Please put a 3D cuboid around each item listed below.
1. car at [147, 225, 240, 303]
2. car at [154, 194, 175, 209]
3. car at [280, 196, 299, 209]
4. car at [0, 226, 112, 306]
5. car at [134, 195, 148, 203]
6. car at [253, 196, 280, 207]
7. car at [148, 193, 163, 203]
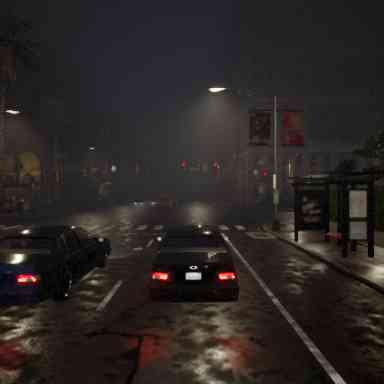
[{"bbox_3d":[0.023,1.546,8.435,2.033,1.411,5.357,0,0,0],"label":"car"},{"bbox_3d":[-3.734,1.472,46.080,1.882,1.535,5.008,0,0,0],"label":"car"},{"bbox_3d":[14.689,1.486,44.068,4.902,1.511,2.128,0,0,-1],"label":"car"},{"bbox_3d":[-3.477,1.546,8.249,2.033,1.411,5.357,0,0,0],"label":"car"},{"bbox_3d":[-11.024,1.544,70.474,1.994,1.385,4.181,0,0,0],"label":"car"},{"bbox_3d":[11.047,1.346,47.684,4.553,1.767,2.097,0,0,2],"label":"car"},{"bbox_3d":[-7.524,1.544,70.521,1.994,1.385,4.181,0,0,0],"label":"car"}]
